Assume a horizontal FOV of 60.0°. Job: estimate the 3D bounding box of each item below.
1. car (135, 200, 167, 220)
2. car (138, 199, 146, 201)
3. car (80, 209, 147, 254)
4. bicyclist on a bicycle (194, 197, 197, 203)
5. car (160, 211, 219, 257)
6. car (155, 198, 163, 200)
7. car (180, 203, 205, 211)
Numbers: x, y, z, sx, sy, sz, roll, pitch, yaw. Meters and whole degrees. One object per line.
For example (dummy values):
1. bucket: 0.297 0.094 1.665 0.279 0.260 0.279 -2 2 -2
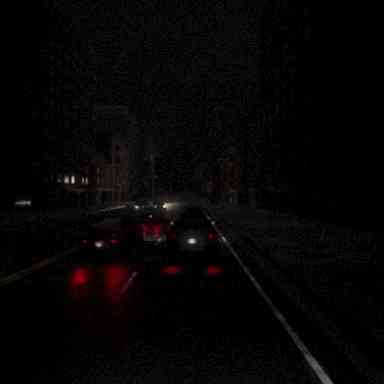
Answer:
1. car: -3.231 1.734 28.508 2.128 1.511 4.902 0 0 0
2. car: -9.765 2.045 64.905 1.812 1.442 4.674 0 0 0
3. car: -3.225 1.650 13.908 1.812 1.442 4.674 0 0 1
4. bicyclist on a bicycle: 0.892 2.211 87.318 0.582 1.620 1.656 0 -1 0
5. car: 0.019 1.686 13.523 1.994 1.385 4.181 0 0 1
6. car: -6.520 2.022 64.974 1.837 1.490 4.892 0 0 1
7. car: 0.019 1.749 28.521 1.837 1.490 4.892 0 0 0
